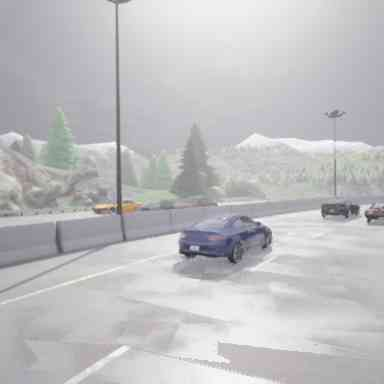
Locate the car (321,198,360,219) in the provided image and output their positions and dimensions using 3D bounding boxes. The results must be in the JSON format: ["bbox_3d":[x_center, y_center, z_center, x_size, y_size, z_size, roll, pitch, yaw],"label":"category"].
[{"bbox_3d":[11.802,1.191,26.264,1.882,1.535,5.008,-1,0,39],"label":"car"}]

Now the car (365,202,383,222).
[{"bbox_3d":[13.053,1.321,22.264,1.895,1.301,4.718,0,0,38],"label":"car"}]

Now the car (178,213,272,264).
[{"bbox_3d":[1.295,1.448,11.635,1.812,1.442,4.674,-1,0,32],"label":"car"}]

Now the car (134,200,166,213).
[{"bbox_3d":[-2.858,1.434,30.536,1.994,1.385,4.181,0,0,37],"label":"car"}]

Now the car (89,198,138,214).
[{"bbox_3d":[-8.173,1.414,35.120,1.837,1.490,4.892,-1,0,37],"label":"car"}]

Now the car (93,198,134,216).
[{"bbox_3d":[-6.806,1.392,31.130,1.882,1.535,5.008,-1,0,37],"label":"car"}]

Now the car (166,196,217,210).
[{"bbox_3d":[0.278,1.192,28.888,2.097,1.767,4.553,0,0,38],"label":"car"}]
